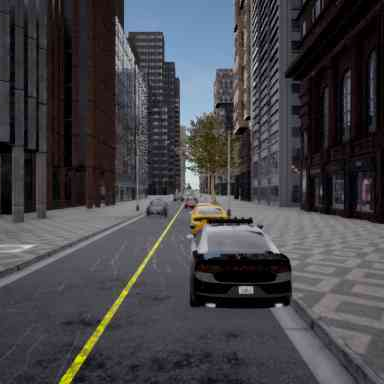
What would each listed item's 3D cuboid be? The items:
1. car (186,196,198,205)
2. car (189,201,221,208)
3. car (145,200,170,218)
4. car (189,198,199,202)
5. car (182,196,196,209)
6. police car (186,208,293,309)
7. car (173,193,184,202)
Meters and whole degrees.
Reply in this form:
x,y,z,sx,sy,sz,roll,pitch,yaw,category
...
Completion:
x,y,z,sx,sy,sz,roll,pitch,yaw,category
-0.008,1.476,58.558,1.882,1.535,5.008,0,0,0,car
0.897,1.478,18.005,1.882,1.535,5.008,0,0,0,car
-3.104,1.504,30.410,1.837,1.490,4.892,0,0,0,car
0.896,1.455,24.196,1.801,1.575,5.366,0,0,0,car
0.013,1.563,45.951,1.994,1.385,4.181,0,0,1,car
0.899,1.425,8.115,1.930,1.638,5.238,0,0,0,police car
-3.009,1.217,74.802,2.150,2.045,5.566,0,0,0,car
